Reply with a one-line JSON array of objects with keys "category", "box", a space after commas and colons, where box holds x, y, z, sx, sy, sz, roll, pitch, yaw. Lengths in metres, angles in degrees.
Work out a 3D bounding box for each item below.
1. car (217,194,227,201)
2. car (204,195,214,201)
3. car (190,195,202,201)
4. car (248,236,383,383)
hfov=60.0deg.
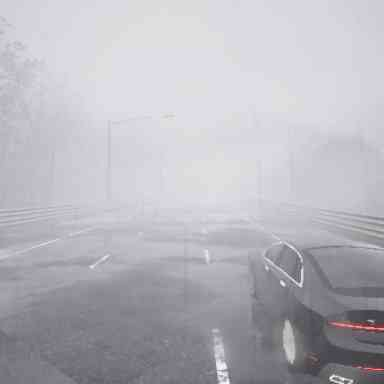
[{"category": "car", "box": [7.696, 1.436, 86.132, 2.097, 1.767, 4.553, 0, 0, 7]}, {"category": "car", "box": [4.132, 1.675, 85.789, 1.895, 1.301, 4.718, 0, 0, 7]}, {"category": "car", "box": [0.602, 1.619, 85.736, 2.033, 1.411, 5.357, 0, 0, 7]}, {"category": "car", "box": [2.153, 1.508, 5.567, 1.837, 1.490, 4.892, 0, 0, 1]}]
